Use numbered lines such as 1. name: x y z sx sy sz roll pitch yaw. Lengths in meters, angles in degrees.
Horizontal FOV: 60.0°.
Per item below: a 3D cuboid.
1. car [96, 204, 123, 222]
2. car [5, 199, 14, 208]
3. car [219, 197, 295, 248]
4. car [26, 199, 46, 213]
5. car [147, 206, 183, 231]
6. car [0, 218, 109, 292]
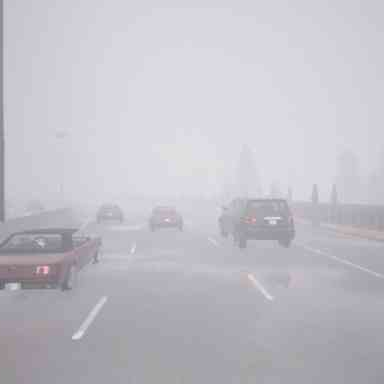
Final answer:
1. car: -6.433 1.595 26.099 1.994 1.385 4.181 0 0 -14
2. car: -28.020 1.718 50.190 2.033 1.411 5.357 0 0 -31
3. car: 2.715 1.228 15.073 2.150 2.045 5.566 0 0 -6
4. car: -18.469 1.570 39.428 1.882 1.535 5.008 0 0 -24
5. car: -1.766 1.581 21.061 1.994 1.385 4.181 0 0 -10
6. car: -3.714 1.605 8.878 1.895 1.301 4.718 0 0 -4
